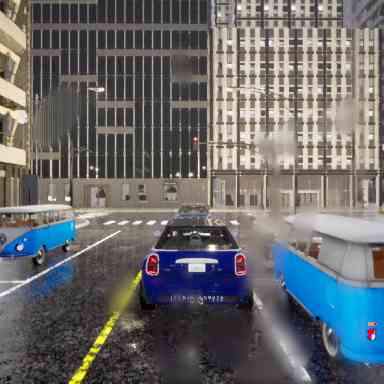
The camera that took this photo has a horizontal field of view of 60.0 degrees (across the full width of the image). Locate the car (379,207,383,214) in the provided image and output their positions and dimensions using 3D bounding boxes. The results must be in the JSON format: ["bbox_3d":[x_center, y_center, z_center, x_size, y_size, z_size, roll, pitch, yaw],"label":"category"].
[{"bbox_3d":[18.979,1.491,29.029,4.829,1.417,1.752,0,0,0],"label":"car"}]

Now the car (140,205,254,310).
[{"bbox_3d":[0.083,1.355,7.978,2.097,1.767,4.553,0,0,0],"label":"car"}]

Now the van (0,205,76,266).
[{"bbox_3d":[-5.336,1.346,11.272,1.690,1.788,3.998,0,0,0],"label":"van"}]

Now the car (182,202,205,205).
[{"bbox_3d":[0.084,1.360,18.004,2.097,1.767,4.553,0,0,0],"label":"car"}]

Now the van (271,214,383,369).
[{"bbox_3d":[2.558,1.343,5.605,1.690,1.788,3.998,0,0,0],"label":"van"}]
